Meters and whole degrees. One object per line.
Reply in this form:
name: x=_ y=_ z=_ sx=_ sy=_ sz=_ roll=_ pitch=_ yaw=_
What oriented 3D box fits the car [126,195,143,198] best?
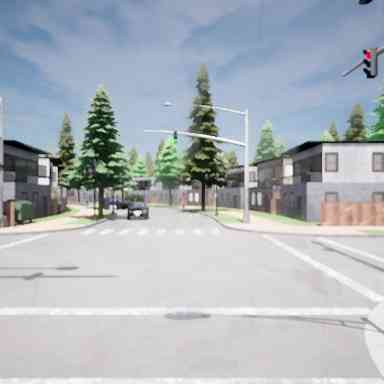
car: x=-10.385 y=1.564 z=58.065 sx=2.150 sy=2.045 sz=5.566 roll=0 pitch=0 yaw=-36

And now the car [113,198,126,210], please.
car: x=-9.836 y=1.884 z=48.936 sx=1.895 sy=1.301 sz=4.718 roll=0 pitch=0 yaw=-24

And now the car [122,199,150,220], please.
car: x=-4.836 y=1.654 z=30.189 sx=2.128 sy=1.511 sz=4.902 roll=0 pitch=0 yaw=-7

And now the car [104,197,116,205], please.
car: x=-16.500 y=1.749 z=66.408 sx=2.097 sy=1.767 sz=4.553 roll=0 pitch=-1 yaw=-45
